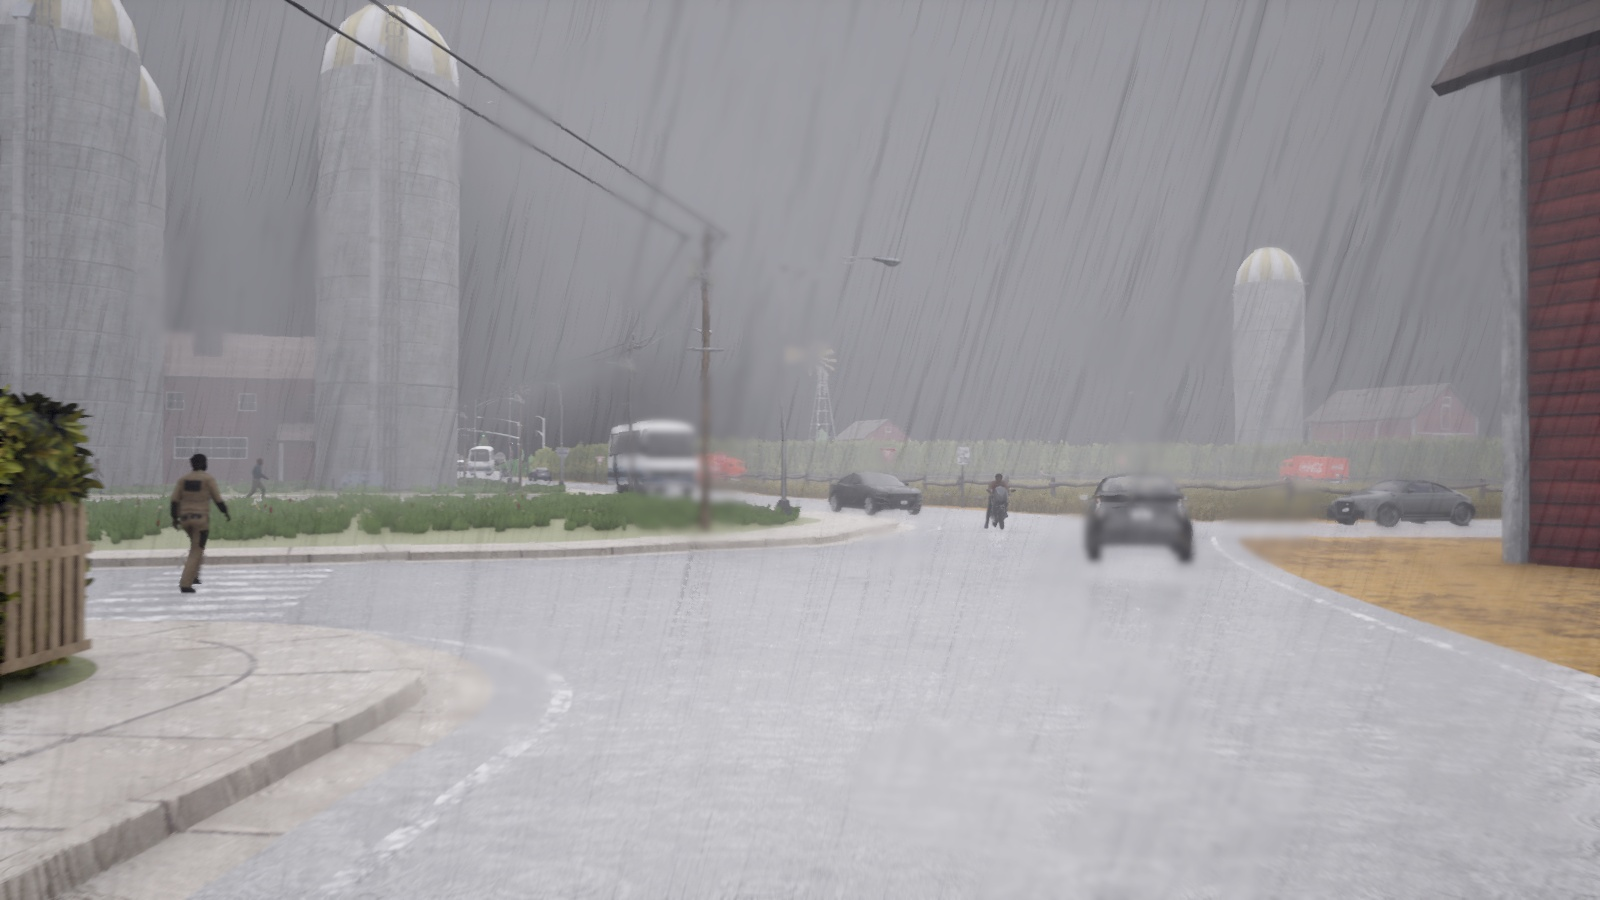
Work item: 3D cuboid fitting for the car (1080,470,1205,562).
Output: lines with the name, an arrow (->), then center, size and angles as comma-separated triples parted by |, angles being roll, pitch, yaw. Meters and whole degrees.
car -> 6.213, 1.128, 23.171 | 2.007, 1.525, 4.514 | 0, -1, 13

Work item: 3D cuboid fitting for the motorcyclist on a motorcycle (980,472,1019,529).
motorcyclist on a motorcycle -> 5.468, 1.356, 34.526 | 0.797, 1.523, 2.044 | 0, -1, 2

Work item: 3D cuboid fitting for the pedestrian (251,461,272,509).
pedestrian -> -20.717, 1.329, 48.297 | 0.726, 1.835, 0.370 | 0, -1, -21

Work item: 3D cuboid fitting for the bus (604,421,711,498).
bus -> -8.704, 0.605, 75.015 | 3.944, 4.253, 10.273 | 0, -1, -21

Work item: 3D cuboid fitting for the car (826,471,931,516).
car -> 2.740, 1.524, 45.327 | 1.882, 1.535, 5.008 | 0, -1, -21

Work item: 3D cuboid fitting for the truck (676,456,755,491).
truck -> -6.297, 1.736, 93.854 | 5.204, 2.467, 2.627 | 0, -1, -31

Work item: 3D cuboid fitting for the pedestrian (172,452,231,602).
pedestrian -> -7.881, 0.992, 16.551 | 0.396, 1.930, 0.692 | 0, -1, 6

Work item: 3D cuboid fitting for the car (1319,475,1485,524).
car -> 17.929, 1.451, 37.476 | 4.181, 1.385, 1.994 | 0, -1, -16
